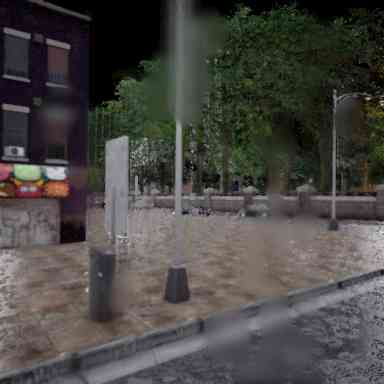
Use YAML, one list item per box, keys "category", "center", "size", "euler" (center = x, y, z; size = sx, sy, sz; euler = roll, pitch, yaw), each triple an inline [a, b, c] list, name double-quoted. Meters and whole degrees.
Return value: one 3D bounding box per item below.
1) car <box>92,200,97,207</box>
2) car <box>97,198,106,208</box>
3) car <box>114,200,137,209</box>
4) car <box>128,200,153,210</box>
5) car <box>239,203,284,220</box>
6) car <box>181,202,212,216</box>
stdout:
- category: "car"
  center: [-17.185, 2.100, 61.619]
  size: [1.802, 1.307, 4.206]
  euler: [0, -1, -36]
- category: "car"
  center: [-13.875, 1.770, 56.985]
  size: [2.192, 1.841, 5.009]
  euler: [0, -1, -36]
- category: "car"
  center: [-10.563, 1.937, 52.345]
  size: [1.887, 1.381, 4.507]
  euler: [0, -1, -36]
- category: "car"
  center: [-7.350, 1.859, 47.847]
  size: [1.752, 1.417, 4.829]
  euler: [0, -1, -36]
- category: "car"
  center: [5.996, 1.659, 29.162]
  size: [2.008, 1.369, 4.403]
  euler: [0, -1, -36]
- category: "car"
  center: [0.076, 1.698, 32.921]
  size: [1.994, 1.385, 4.181]
  euler: [1, -1, -36]
